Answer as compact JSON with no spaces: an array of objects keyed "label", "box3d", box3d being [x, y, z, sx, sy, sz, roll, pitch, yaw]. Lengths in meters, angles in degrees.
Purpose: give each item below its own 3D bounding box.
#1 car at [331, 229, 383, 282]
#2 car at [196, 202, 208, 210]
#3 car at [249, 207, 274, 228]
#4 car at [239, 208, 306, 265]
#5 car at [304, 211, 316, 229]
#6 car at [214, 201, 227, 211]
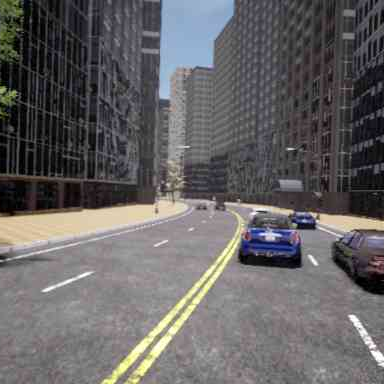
[{"label":"car","box3d":[5.825,1.908,10.606,2.033,1.411,5.357,2,-1,13]},{"label":"car","box3d":[1.702,2.361,57.524,2.033,1.411,5.357,2,-1,2]},{"label":"car","box3d":[5.958,2.126,29.104,1.812,1.442,4.674,2,0,8]},{"label":"car","box3d":[3.115,1.643,13.377,2.097,1.767,4.553,2,-1,13]},{"label":"car","box3d":[9.074,2.266,27.943,1.994,1.385,4.181,2,-1,9]},{"label":"car","box3d":[4.932,2.434,57.931,1.837,1.490,4.892,2,0,2]}]
